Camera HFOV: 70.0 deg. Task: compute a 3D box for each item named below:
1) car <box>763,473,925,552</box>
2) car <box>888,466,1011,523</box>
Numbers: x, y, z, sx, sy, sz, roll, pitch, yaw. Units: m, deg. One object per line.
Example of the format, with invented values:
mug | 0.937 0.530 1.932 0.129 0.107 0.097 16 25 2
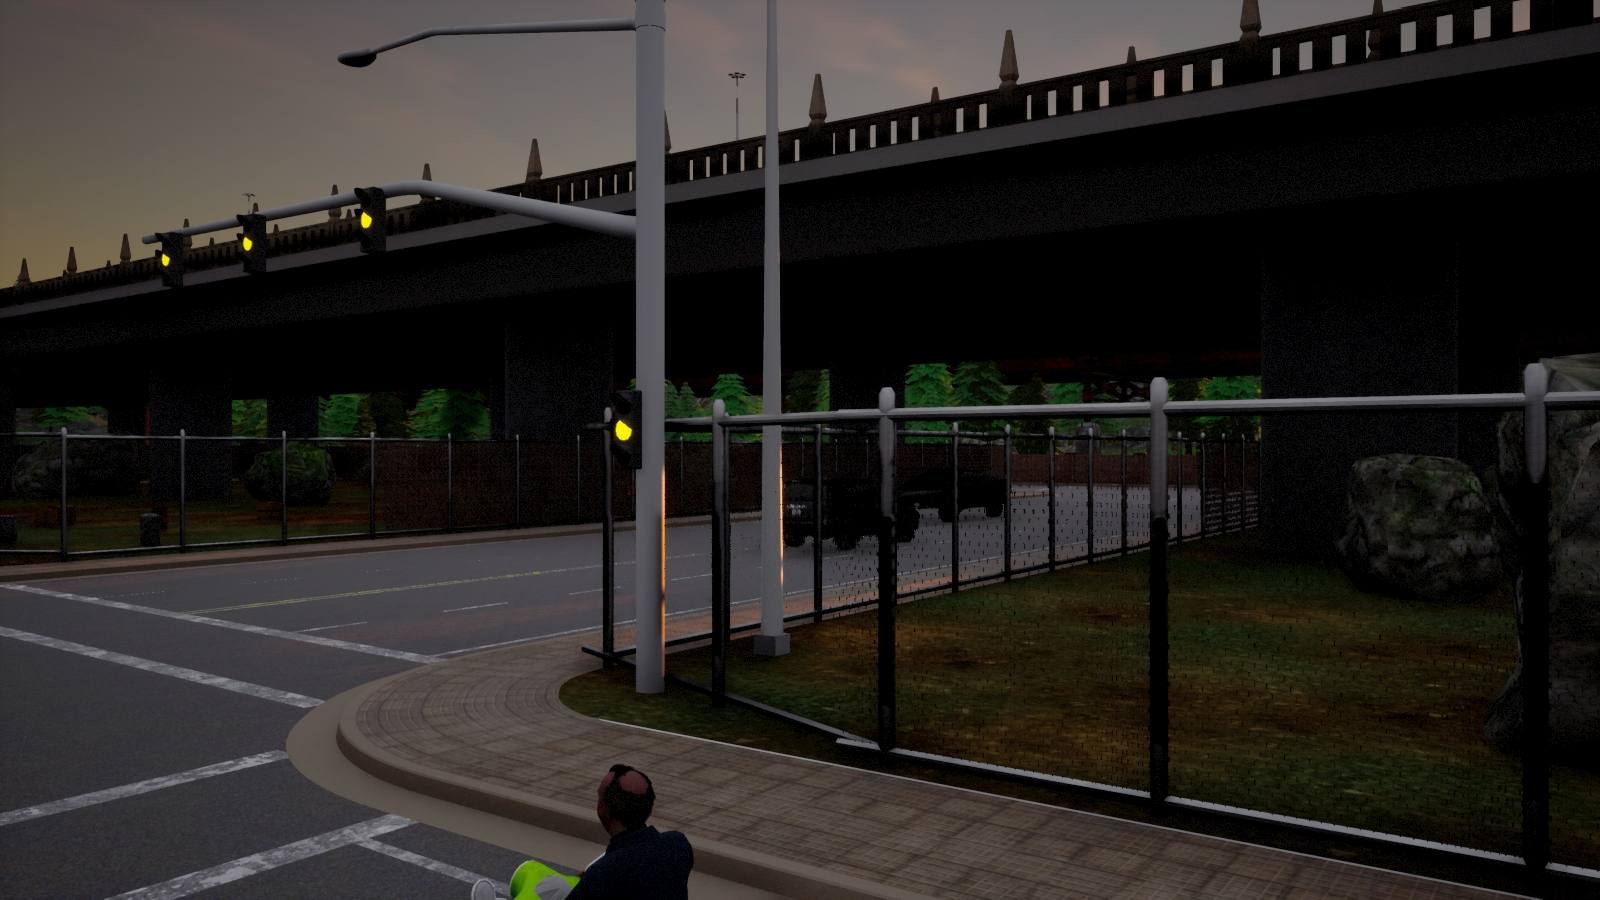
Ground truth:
car | 1.429 1.779 34.183 2.150 2.045 5.566 0 0 35
car | 6.265 1.753 47.097 2.390 2.098 6.274 0 0 35
